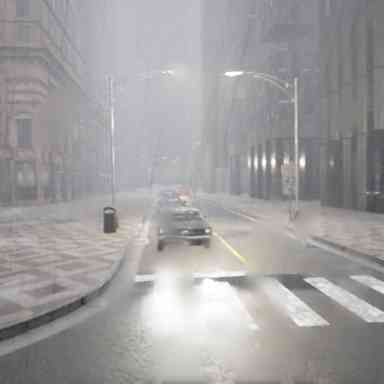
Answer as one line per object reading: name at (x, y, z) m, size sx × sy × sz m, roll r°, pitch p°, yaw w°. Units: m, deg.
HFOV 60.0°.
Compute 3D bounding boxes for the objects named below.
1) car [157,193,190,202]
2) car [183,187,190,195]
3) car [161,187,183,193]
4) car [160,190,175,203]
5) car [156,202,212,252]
car at (-1.349, 1.023, 22.648) m, size 1.994 × 1.385 × 4.181 m, roll -1°, pitch 1°, yaw -5°
car at (-1.580, -0.095, 59.299) m, size 2.097 × 1.767 × 4.553 m, roll -1°, pitch 1°, yaw -5°
car at (-2.287, 0.578, 32.597) m, size 2.097 × 1.767 × 4.553 m, roll -1°, pitch 1°, yaw -5°
car at (-3.177, 0.519, 42.601) m, size 1.812 × 1.442 × 4.674 m, roll -1°, pitch 1°, yaw -5°
car at (-0.427, 1.292, 12.752) m, size 1.895 × 1.301 × 4.718 m, roll -1°, pitch 1°, yaw -5°
